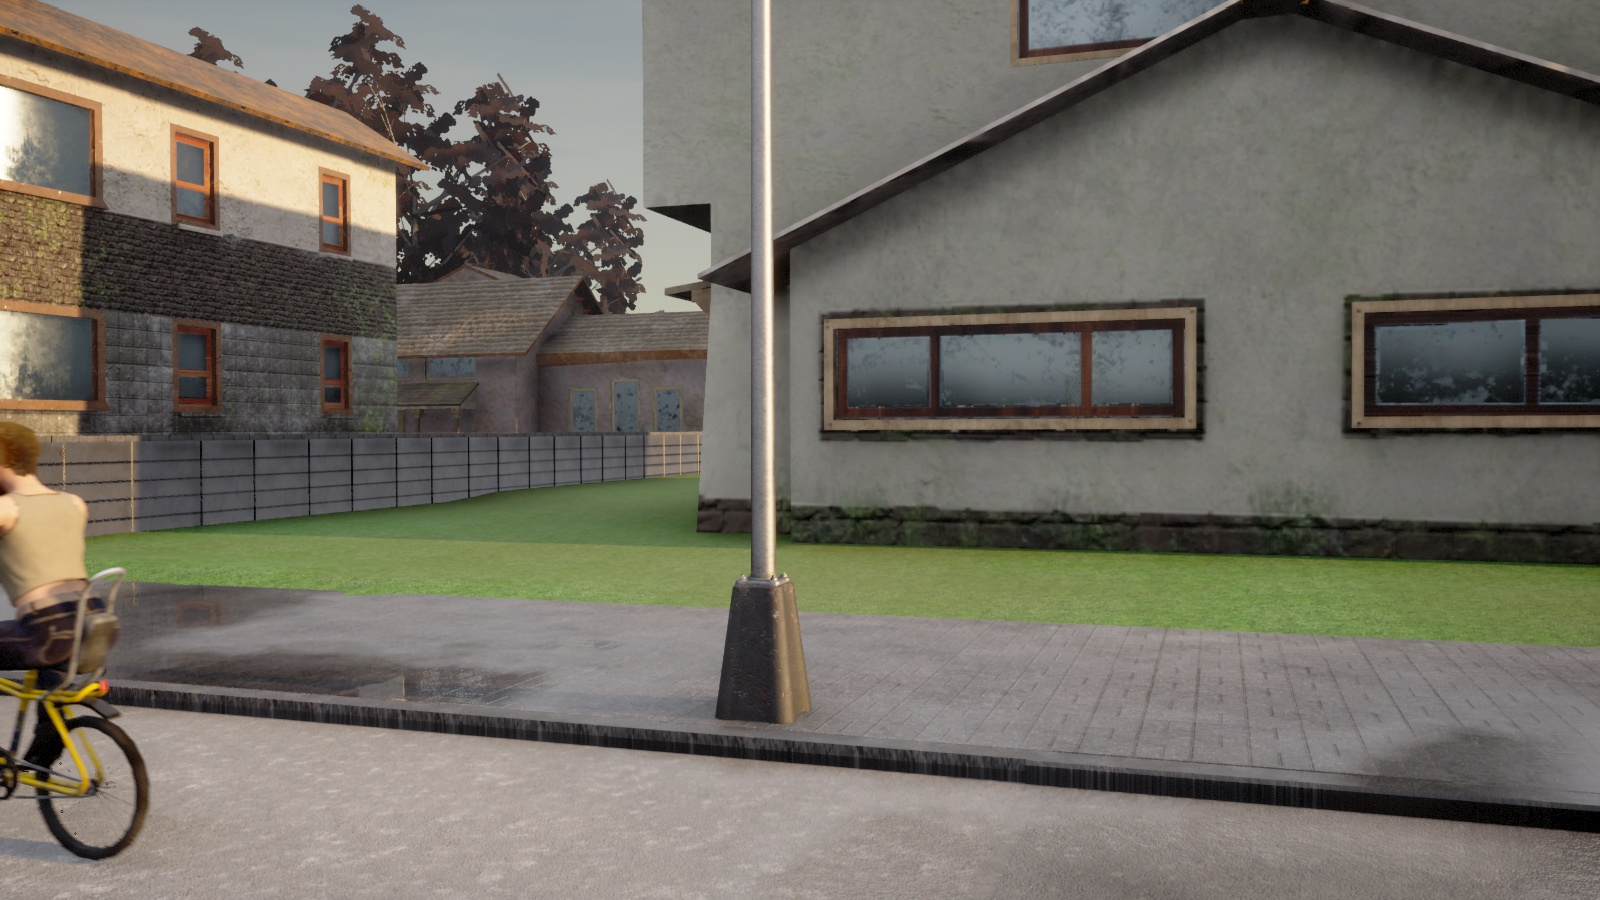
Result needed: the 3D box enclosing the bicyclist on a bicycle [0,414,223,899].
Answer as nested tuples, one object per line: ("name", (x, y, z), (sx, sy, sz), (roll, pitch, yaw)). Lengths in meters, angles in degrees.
("bicyclist on a bicycle", (-3.124, 0.675, 4.766), (1.509, 1.612, 0.866), (1, 1, 19))
